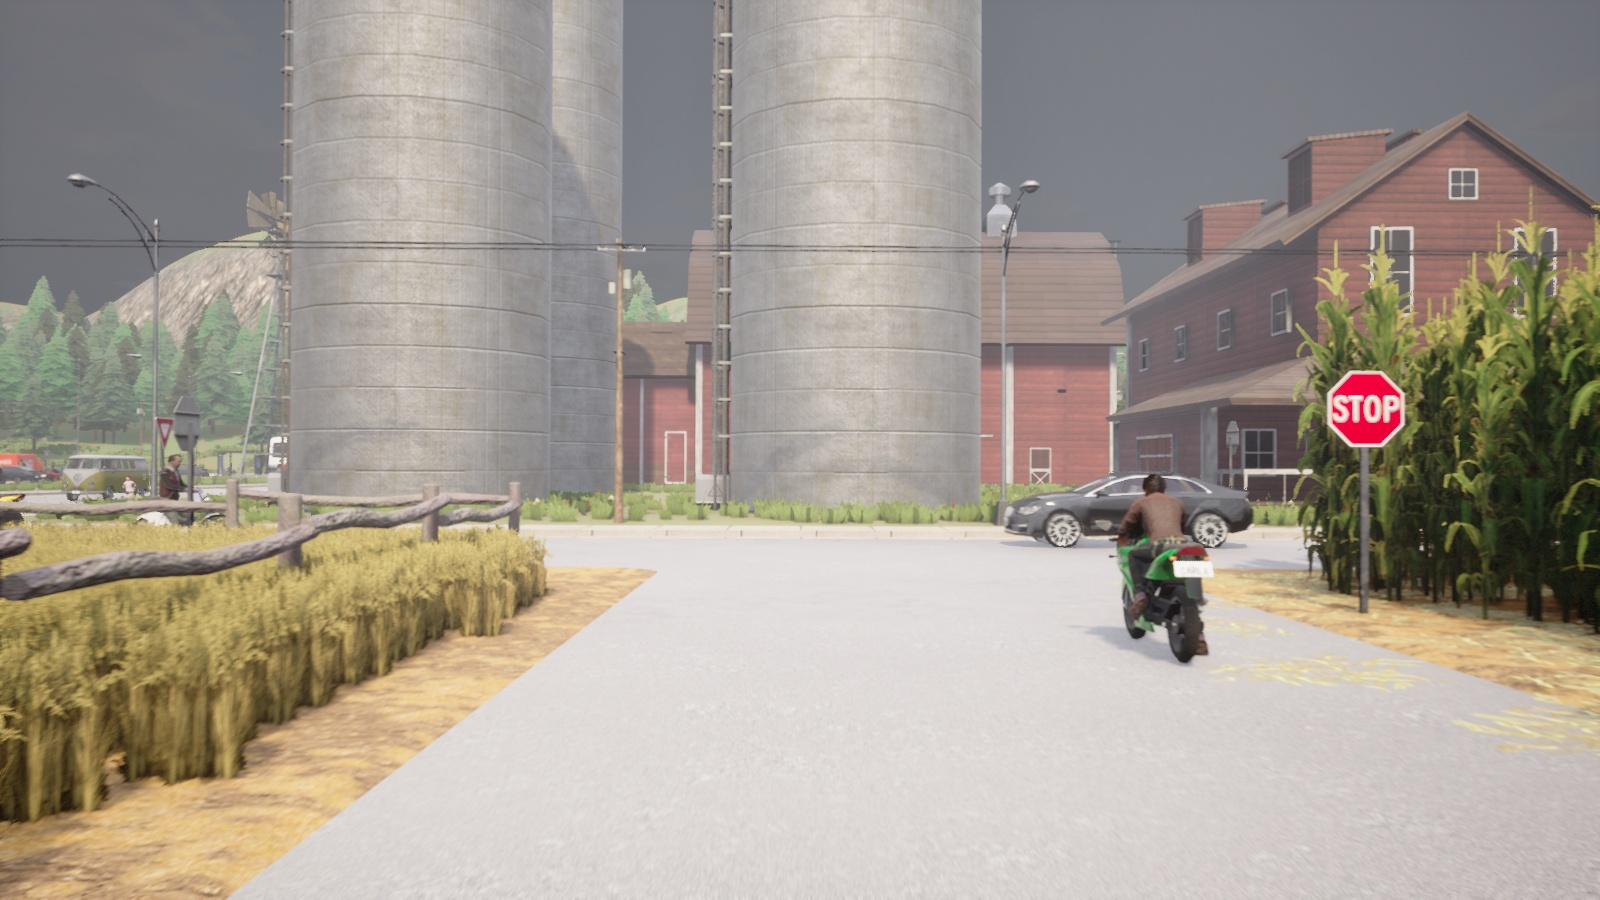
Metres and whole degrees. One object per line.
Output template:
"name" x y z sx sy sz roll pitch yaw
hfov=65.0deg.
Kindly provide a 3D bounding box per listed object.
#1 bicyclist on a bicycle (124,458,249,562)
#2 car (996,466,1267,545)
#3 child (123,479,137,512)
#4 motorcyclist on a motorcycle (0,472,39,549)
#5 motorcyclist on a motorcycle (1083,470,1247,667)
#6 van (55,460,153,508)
"bicyclist on a bicycle" -10.647 1.031 21.837 1.843 1.776 0.659 0 -1 0
"car" 6.588 1.096 25.411 4.902 1.511 2.128 0 -1 0
"child" -22.453 1.517 42.090 0.255 1.110 0.394 0 -1 3
"motorcyclist on a motorcycle" -16.604 1.213 25.305 2.044 1.523 0.797 0 -1 0
"motorcyclist on a motorcycle" 3.073 0.938 10.792 0.797 1.523 2.044 0 -1 0
"van" -29.776 1.423 53.890 1.775 1.987 4.442 0 -1 -1
